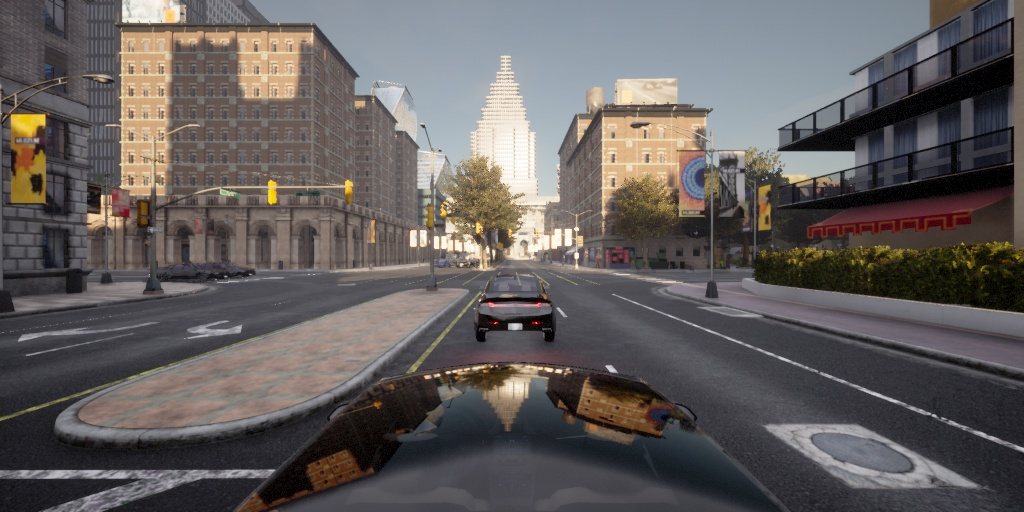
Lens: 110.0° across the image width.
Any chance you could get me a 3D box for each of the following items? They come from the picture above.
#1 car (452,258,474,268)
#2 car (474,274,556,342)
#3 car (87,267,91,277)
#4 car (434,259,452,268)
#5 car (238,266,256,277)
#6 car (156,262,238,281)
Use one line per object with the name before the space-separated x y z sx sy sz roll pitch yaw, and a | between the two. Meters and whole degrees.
car | -8.045 1.241 59.624 2.128 1.511 4.902 0 0 0
car | 0.081 1.241 9.806 2.128 1.511 4.902 0 0 0
car | -41.516 1.102 32.716 4.553 1.767 2.097 0 0 0
car | -11.541 1.227 60.040 1.882 1.535 5.008 0 0 0
car | -26.552 1.297 32.767 5.357 1.411 2.033 0 0 0
car | -26.036 1.297 29.265 5.357 1.411 2.033 0 0 0
